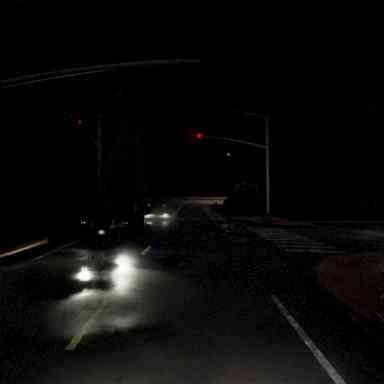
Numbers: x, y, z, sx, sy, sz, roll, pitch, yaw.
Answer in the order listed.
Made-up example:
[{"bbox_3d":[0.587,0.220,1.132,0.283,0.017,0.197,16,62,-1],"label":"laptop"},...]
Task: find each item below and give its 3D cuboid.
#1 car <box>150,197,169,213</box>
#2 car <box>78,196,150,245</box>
[{"bbox_3d":[-3.624,1.351,35.915,2.097,1.767,4.553,0,0,0],"label":"car"},{"bbox_3d":[-3.605,1.231,16.009,2.150,2.045,5.566,0,0,0],"label":"car"}]
